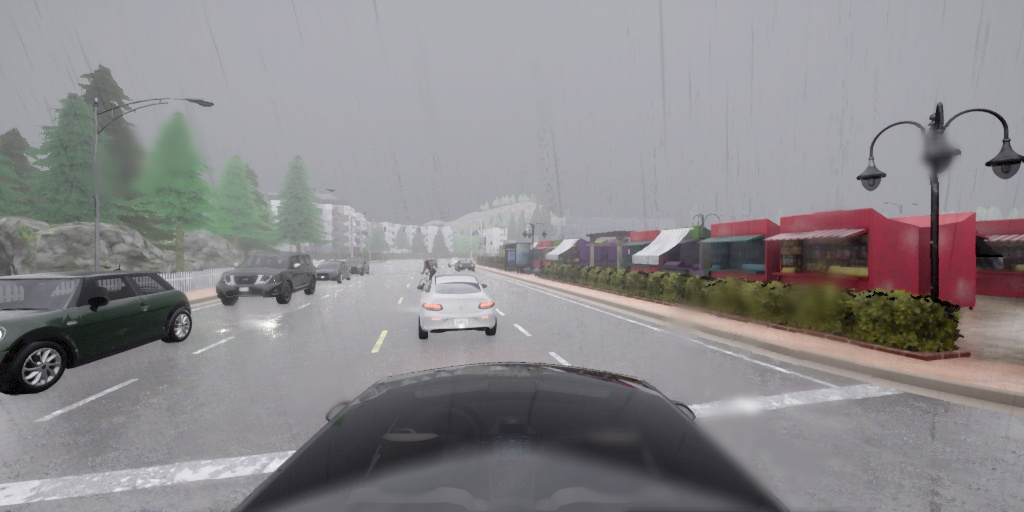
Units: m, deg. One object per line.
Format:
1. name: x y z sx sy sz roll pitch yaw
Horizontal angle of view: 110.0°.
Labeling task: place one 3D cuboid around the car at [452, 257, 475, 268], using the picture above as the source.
1. car: -5.408 1.074 40.565 1.895 1.301 4.718 0 0 -14

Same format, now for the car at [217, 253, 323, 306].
1. car: -10.366 0.876 15.728 2.150 2.045 5.566 0 0 -14

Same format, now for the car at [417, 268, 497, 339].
1. car: -1.602 1.224 9.896 1.812 1.442 4.674 0 0 -13

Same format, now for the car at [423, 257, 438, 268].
1. car: -11.532 0.901 50.815 1.837 1.490 4.892 0 0 -13

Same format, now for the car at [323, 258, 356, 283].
1. car: -12.704 1.088 25.338 1.837 1.490 4.892 0 0 -14

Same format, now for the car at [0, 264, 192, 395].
1. car: -8.096 1.076 6.311 2.097 1.767 4.553 0 0 -13

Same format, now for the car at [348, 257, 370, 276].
1. car: -14.632 0.877 33.311 2.097 1.767 4.553 0 0 -13

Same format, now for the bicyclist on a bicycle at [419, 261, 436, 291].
1. bicyclist on a bicycle: -4.568 1.079 19.707 0.582 1.620 1.656 0 1 24

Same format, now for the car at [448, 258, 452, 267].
1. car: -8.341 0.909 52.680 1.812 1.442 4.674 0 0 -13
